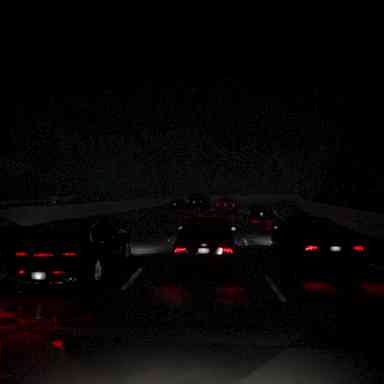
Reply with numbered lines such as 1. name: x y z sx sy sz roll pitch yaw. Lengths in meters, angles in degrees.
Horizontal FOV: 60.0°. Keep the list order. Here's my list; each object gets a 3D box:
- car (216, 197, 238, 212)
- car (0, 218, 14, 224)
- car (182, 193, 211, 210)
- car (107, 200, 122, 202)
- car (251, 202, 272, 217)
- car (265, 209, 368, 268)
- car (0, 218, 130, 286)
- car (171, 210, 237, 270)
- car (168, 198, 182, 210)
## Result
1. car: 3.861 1.326 36.046 2.097 1.767 4.553 0 0 12
2. car: -6.572 1.511 10.422 2.033 1.411 5.357 0 0 4
3. car: 0.801 1.183 38.700 2.150 2.045 5.566 0 0 12
4. car: -10.703 1.381 51.357 1.882 1.535 5.008 0 0 15
5. car: 6.358 1.591 30.708 1.895 1.301 4.718 0 0 10
6. car: 3.995 1.550 11.322 2.033 1.411 5.357 0 0 4
7. car: -3.087 1.484 9.393 1.837 1.490 4.892 0 0 3
8. car: 0.466 1.537 10.955 2.033 1.411 5.357 0 0 4
9. car: -1.708 1.510 43.192 1.994 1.385 4.181 0 0 13
